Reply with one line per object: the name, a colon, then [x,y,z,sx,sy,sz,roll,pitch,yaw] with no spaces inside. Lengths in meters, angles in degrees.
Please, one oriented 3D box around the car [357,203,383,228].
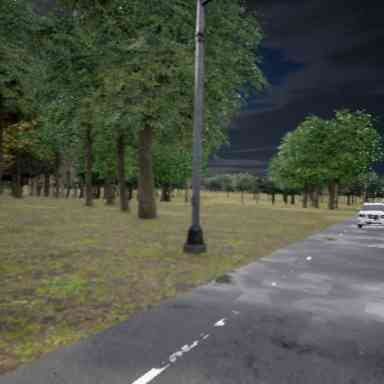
car: [15.156,1.937,27.683,2.150,2.045,5.566,1,-1,30]
